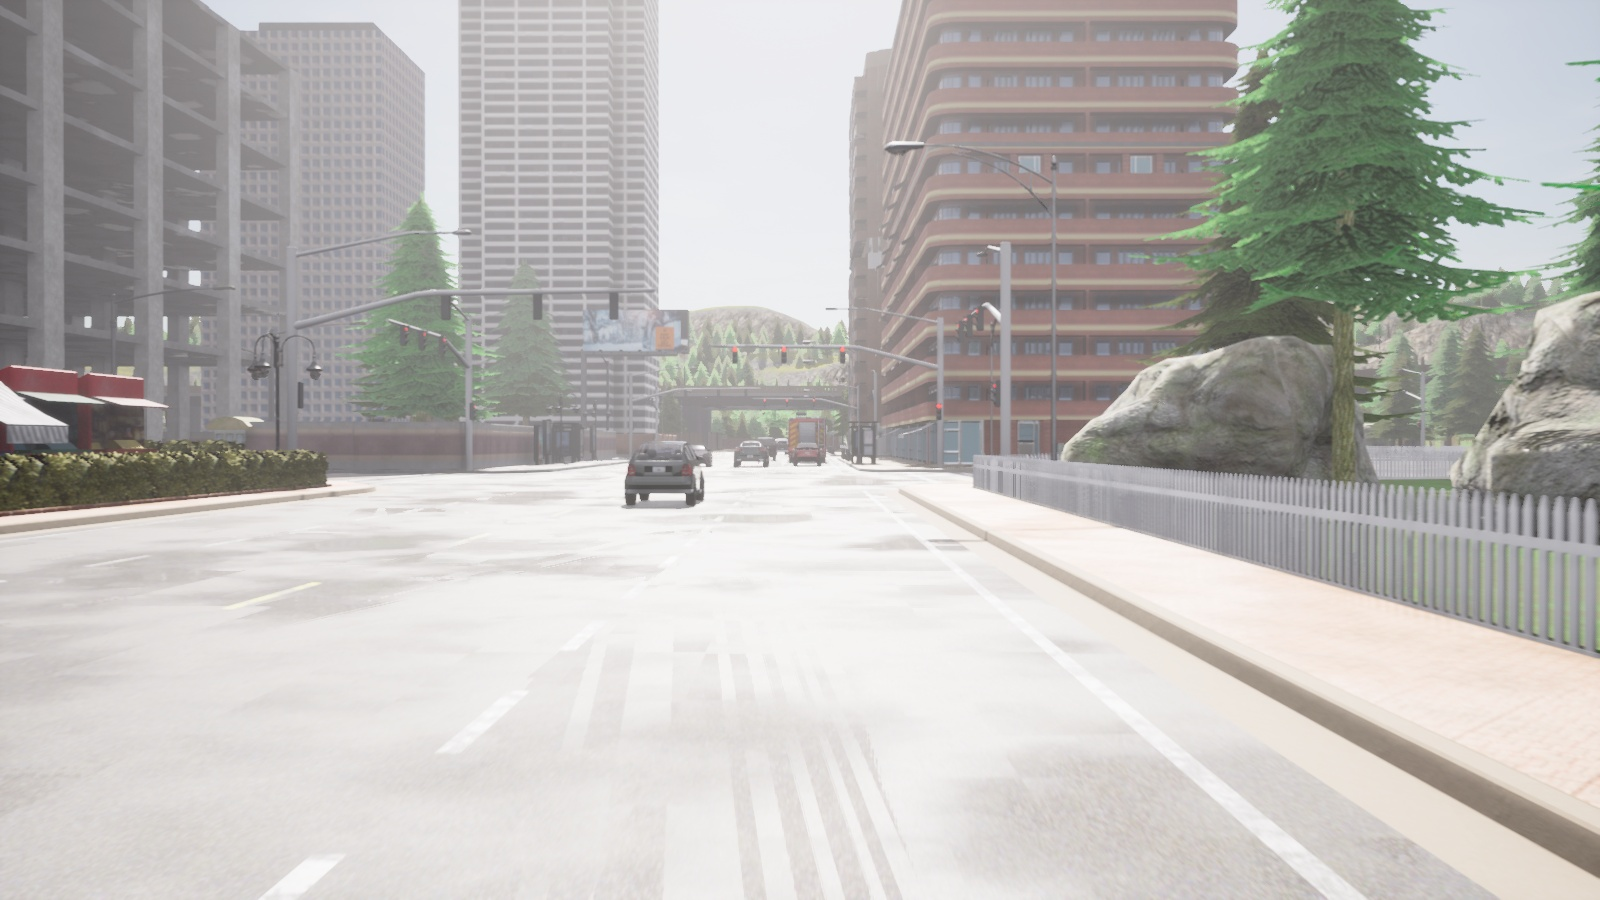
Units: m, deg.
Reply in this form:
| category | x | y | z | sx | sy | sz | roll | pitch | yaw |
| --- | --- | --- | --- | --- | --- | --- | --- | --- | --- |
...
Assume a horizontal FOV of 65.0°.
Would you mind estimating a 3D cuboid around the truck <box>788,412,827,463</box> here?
| category | x | y | z | sx | sy | sz | roll | pitch | yaw |
| --- | --- | --- | --- | --- | --- | --- | --- | --- | --- |
| truck | 0.565 | -0.970 | 97.902 | 2.891 | 3.827 | 8.468 | 0 | 0 | 0 |

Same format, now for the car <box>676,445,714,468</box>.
| category | x | y | z | sx | sy | sz | roll | pitch | yaw |
| --- | --- | --- | --- | --- | --- | --- | --- | --- | --- |
| car | -6.545 | 0.363 | 78.341 | 1.994 | 1.385 | 4.181 | 0 | 0 | 0 |

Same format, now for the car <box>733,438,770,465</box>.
| category | x | y | z | sx | sy | sz | roll | pitch | yaw |
| --- | --- | --- | --- | --- | --- | --- | --- | --- | --- |
| car | -3.039 | 0.074 | 79.485 | 2.152 | 1.651 | 5.027 | 0 | 0 | 0 |

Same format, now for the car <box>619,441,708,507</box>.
| category | x | y | z | sx | sy | sz | roll | pitch | yaw |
| --- | --- | --- | --- | --- | --- | --- | --- | --- | --- |
| car | -3.310 | 0.547 | 31.044 | 1.789 | 1.549 | 3.705 | 0 | 0 | 0 |

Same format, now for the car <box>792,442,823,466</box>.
| category | x | y | z | sx | sy | sz | roll | pitch | yaw |
| --- | --- | --- | --- | --- | --- | --- | --- | --- | --- |
| car | 0.480 | 0.226 | 82.793 | 2.007 | 1.525 | 4.514 | 0 | 0 | 0 |
